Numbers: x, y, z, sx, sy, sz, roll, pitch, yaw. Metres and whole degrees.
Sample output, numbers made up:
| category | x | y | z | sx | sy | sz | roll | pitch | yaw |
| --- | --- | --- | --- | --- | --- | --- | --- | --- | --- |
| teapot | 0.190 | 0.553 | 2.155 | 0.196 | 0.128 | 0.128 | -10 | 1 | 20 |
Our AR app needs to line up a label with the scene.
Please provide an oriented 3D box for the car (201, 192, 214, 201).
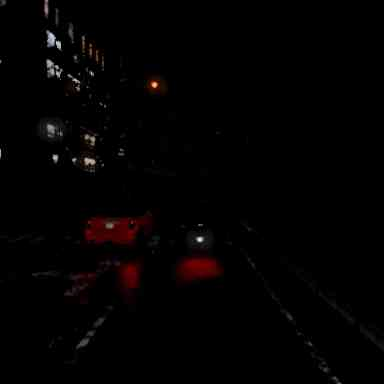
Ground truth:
| category | x | y | z | sx | sy | sz | roll | pitch | yaw |
| --- | --- | --- | --- | --- | --- | --- | --- | --- | --- |
| car | 2.999 | 1.059 | 70.042 | 1.837 | 1.490 | 4.892 | 0 | 0 | 10 |

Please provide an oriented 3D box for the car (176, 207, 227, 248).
| category | x | y | z | sx | sy | sz | roll | pitch | yaw |
| --- | --- | --- | --- | --- | --- | --- | --- | --- | --- |
| car | 0.395 | 1.379 | 14.053 | 1.837 | 1.490 | 4.892 | 0 | 1 | 3 |

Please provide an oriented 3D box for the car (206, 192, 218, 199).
| category | x | y | z | sx | sy | sz | roll | pitch | yaw |
| --- | --- | --- | --- | --- | --- | --- | --- | --- | --- |
| car | 4.891 | 0.835 | 80.198 | 2.097 | 1.767 | 4.553 | 0 | 0 | 12 |

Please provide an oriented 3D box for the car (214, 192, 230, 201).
| category | x | y | z | sx | sy | sz | roll | pitch | yaw |
| --- | --- | --- | --- | --- | --- | --- | --- | --- | --- |
| car | 6.349 | 1.114 | 70.316 | 1.994 | 1.385 | 4.181 | 0 | 0 | 11 |

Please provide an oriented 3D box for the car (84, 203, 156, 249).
| category | x | y | z | sx | sy | sz | roll | pitch | yaw |
| --- | --- | --- | --- | --- | --- | --- | --- | --- | --- |
| car | -2.855 | 1.225 | 14.084 | 2.097 | 1.767 | 4.553 | 0 | 0 | 3 |
